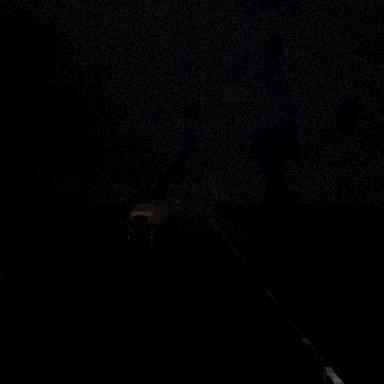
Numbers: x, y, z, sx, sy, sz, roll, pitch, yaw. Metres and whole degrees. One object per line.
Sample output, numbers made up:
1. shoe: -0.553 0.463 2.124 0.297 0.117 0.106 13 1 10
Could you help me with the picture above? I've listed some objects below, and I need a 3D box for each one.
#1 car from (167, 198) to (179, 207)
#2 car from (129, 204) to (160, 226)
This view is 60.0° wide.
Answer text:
1. car: -3.509 1.838 61.999 2.097 1.767 4.553 0 -1 0
2. car: -3.600 1.685 25.798 1.882 1.535 5.008 0 0 0
